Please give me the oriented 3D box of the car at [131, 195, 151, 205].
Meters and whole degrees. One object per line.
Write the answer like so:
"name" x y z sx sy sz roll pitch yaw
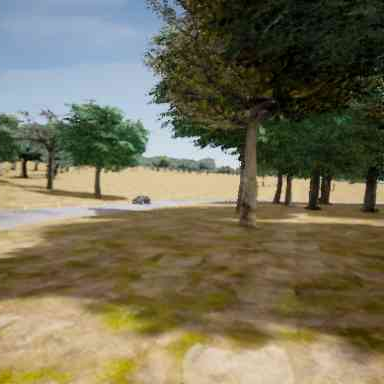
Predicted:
"car" -8.324 1.328 55.186 1.837 1.490 4.892 5 1 17

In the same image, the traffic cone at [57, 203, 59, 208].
"traffic cone" -15.638 1.586 38.954 0.340 0.580 0.340 5 1 17

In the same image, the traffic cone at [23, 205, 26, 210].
"traffic cone" -17.073 1.564 33.993 0.340 0.580 0.340 5 1 13
